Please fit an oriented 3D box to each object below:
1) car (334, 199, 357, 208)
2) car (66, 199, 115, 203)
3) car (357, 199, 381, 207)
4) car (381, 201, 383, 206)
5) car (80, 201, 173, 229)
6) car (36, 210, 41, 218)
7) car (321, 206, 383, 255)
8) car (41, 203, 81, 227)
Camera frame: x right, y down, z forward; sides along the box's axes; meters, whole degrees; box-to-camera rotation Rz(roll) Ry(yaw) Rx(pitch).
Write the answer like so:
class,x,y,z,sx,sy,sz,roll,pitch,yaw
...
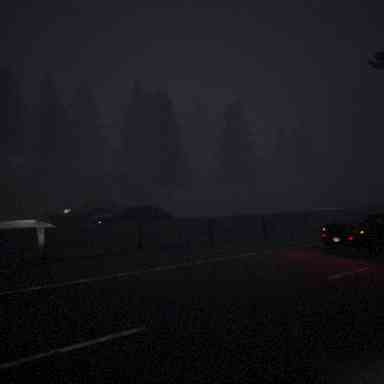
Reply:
class,x,y,z,sx,sy,sz,roll,pitch,yaw
car,24.130,1.746,51.326,5.357,1.411,2.033,1,-1,-35
car,-7.482,1.318,24.461,4.553,1.767,2.097,0,0,-36
car,26.774,1.773,48.916,4.181,1.385,1.994,1,-1,-35
car,28.575,1.556,45.901,4.553,1.767,2.097,1,-1,-35
car,-3.419,1.471,18.760,4.892,1.490,1.837,0,0,-36
car,-9.709,1.514,27.171,5.357,1.411,2.033,0,0,-36
car,6.947,1.483,13.020,4.674,1.442,1.812,0,0,-36
car,-6.538,1.571,20.833,4.718,1.301,1.895,0,0,-36
